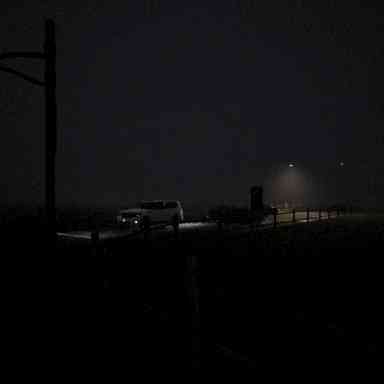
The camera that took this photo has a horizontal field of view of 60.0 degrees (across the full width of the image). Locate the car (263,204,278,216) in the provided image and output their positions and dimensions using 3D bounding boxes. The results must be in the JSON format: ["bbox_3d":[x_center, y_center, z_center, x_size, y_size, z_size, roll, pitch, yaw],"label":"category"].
[{"bbox_3d":[8.910,2.266,40.762,2.128,1.511,4.902,0,-1,36],"label":"car"}]

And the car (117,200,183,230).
[{"bbox_3d":[-2.937,1.608,24.595,2.150,2.045,5.566,0,-1,36],"label":"car"}]

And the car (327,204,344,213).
[{"bbox_3d":[23.329,2.671,54.208,1.812,1.442,4.674,0,-1,37],"label":"car"}]

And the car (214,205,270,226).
[{"bbox_3d":[4.369,2.060,28.282,2.033,1.411,5.357,0,-1,36],"label":"car"}]

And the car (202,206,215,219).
[{"bbox_3d":[2.878,2.067,32.533,2.128,1.511,4.902,0,-1,36],"label":"car"}]
